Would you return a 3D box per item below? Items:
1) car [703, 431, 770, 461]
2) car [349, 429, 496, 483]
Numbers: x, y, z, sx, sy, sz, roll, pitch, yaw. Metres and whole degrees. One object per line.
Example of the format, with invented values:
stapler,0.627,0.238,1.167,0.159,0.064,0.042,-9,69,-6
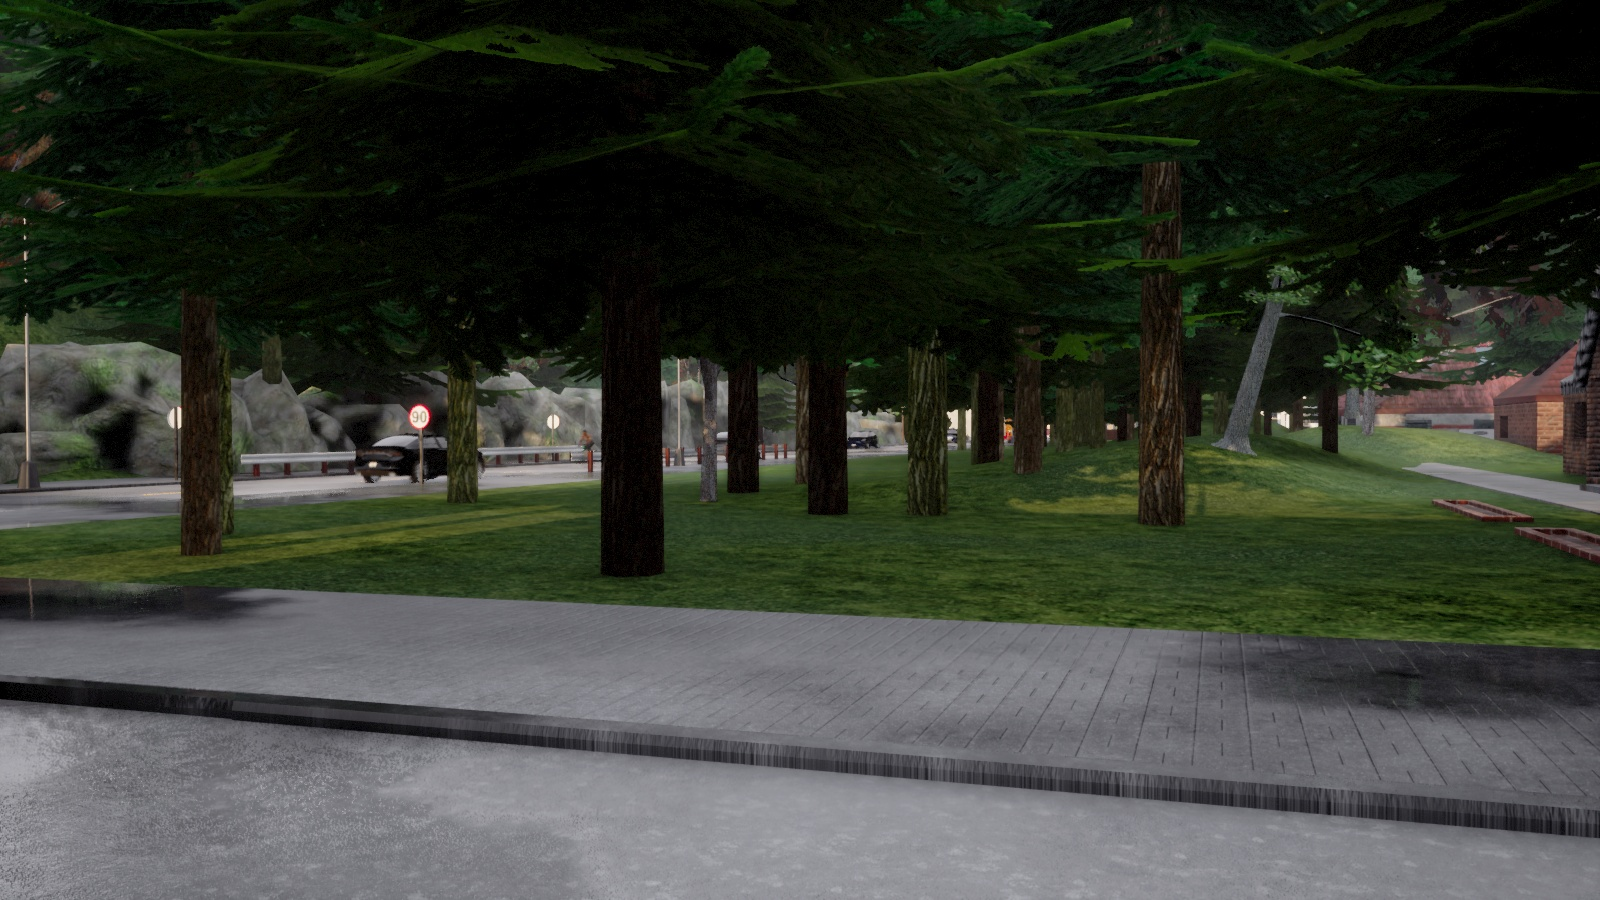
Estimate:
car,-3.235,-0.224,65.210,1.837,1.490,4.892,1,1,18
car,-11.743,0.128,39.476,1.882,1.535,5.008,1,1,18
